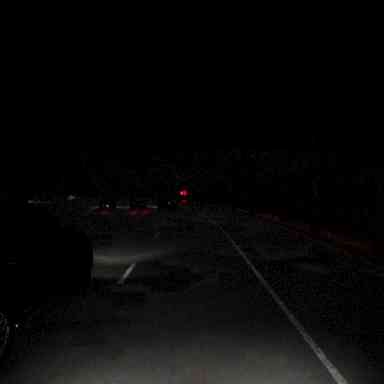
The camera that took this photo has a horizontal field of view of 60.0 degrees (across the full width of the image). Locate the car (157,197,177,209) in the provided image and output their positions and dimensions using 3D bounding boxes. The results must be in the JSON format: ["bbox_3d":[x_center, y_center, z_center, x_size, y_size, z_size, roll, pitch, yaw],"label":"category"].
[{"bbox_3d":[-3.119,1.292,40.824,1.994,1.385,4.181,0,0,-13],"label":"car"}]

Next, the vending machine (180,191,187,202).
[{"bbox_3d":[-1.529,0.786,61.212,1.100,2.100,0.880,0,0,-23],"label":"vending machine"}]

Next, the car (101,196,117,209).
[{"bbox_3d":[-9.885,1.245,39.154,1.837,1.490,4.892,0,1,-13],"label":"car"}]

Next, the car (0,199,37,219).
[{"bbox_3d":[-15.037,1.361,28.108,2.033,1.411,5.357,0,0,-8],"label":"car"}]

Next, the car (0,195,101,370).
[{"bbox_3d":[-3.399,1.184,5.486,2.150,2.045,5.566,0,0,0],"label":"car"}]

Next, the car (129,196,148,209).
[{"bbox_3d":[-6.435,1.260,39.765,1.812,1.442,4.674,0,1,-13],"label":"car"}]

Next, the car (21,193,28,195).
[{"bbox_3d":[-34.948,0.990,68.870,1.882,1.535,5.008,0,0,-36],"label":"car"}]

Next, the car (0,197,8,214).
[{"bbox_3d":[-19.010,1.289,30.593,2.128,1.511,4.902,0,0,-10],"label":"car"}]
